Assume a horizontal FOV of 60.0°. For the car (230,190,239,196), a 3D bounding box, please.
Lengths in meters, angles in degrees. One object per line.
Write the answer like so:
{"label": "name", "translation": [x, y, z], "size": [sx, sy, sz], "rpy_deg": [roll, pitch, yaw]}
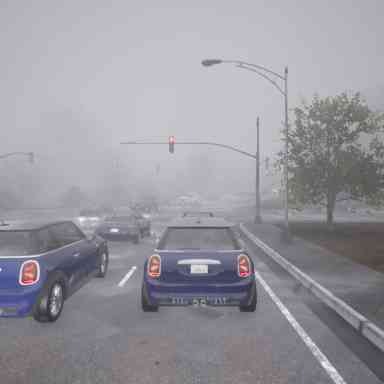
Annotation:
{"label": "car", "translation": [11.025, 0.210, 83.531], "size": [1.812, 1.442, 4.674], "rpy_deg": [0, 3, 30]}

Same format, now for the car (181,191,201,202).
{"label": "car", "translation": [-0.120, 0.880, 69.371], "size": [2.150, 2.045, 5.566], "rpy_deg": [0, 2, 21]}

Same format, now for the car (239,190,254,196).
{"label": "car", "translation": [14.130, 0.198, 81.901], "size": [1.812, 1.442, 4.674], "rpy_deg": [0, 3, 33]}

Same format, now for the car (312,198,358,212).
{"label": "car", "translation": [16.433, 1.528, 38.418], "size": [4.892, 1.490, 1.837], "rpy_deg": [-1, 0, 4]}

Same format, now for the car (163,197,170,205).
{"label": "car", "translation": [-5.102, 1.557, 55.032], "size": [2.128, 1.511, 4.902], "rpy_deg": [0, 1, 17]}

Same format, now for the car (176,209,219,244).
{"label": "car", "translation": [0.326, 1.631, 16.927], "size": [1.895, 1.301, 4.718], "rpy_deg": [0, 0, 2]}

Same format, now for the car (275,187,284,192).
{"label": "car", "translation": [23.399, -0.607, 89.365], "size": [1.882, 1.535, 5.008], "rpy_deg": [0, 3, 38]}

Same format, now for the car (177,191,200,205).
{"label": "car", "translation": [-0.727, 1.226, 57.497], "size": [2.150, 2.045, 5.566], "rpy_deg": [0, 1, 18]}

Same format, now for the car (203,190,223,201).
{"label": "car", "translation": [4.087, 0.765, 70.239], "size": [2.150, 2.045, 5.566], "rpy_deg": [0, 3, 23]}

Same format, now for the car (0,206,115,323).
{"label": "car", "translation": [-3.365, 1.360, 7.392], "size": [2.097, 1.767, 4.553], "rpy_deg": [0, 0, 0]}

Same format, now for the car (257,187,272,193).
{"label": "car", "translation": [19.799, -0.530, 90.386], "size": [2.128, 1.511, 4.902], "rpy_deg": [0, 3, 38]}

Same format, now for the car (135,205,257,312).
{"label": "car", "translation": [0.139, 1.361, 7.896], "size": [2.097, 1.767, 4.553], "rpy_deg": [0, 0, 0]}

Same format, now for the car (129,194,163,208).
{"label": "car", "translation": [-5.272, 1.302, 37.373], "size": [2.150, 2.045, 5.566], "rpy_deg": [0, 0, 8]}

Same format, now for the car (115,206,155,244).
{"label": "car", "translation": [-3.200, 1.592, 16.004], "size": [1.994, 1.385, 4.181], "rpy_deg": [0, 0, 2]}

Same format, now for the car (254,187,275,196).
{"label": "car", "translation": [17.659, 0.135, 80.965], "size": [2.128, 1.511, 4.902], "rpy_deg": [0, 3, 33]}

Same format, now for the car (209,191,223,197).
{"label": "car", "translation": [5.993, 0.485, 81.833], "size": [1.994, 1.385, 4.181], "rpy_deg": [0, 3, 28]}

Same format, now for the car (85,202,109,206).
{"label": "car", "translation": [-9.361, 1.633, 32.392], "size": [1.994, 1.385, 4.181], "rpy_deg": [0, 0, 6]}
